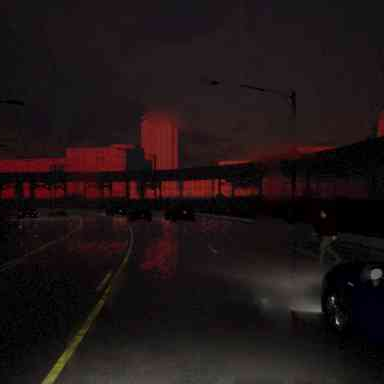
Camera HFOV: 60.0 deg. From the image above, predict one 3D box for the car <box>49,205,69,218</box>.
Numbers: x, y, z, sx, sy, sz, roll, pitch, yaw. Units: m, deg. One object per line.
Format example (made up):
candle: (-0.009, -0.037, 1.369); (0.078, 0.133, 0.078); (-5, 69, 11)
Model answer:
car: (-16.658, 2.361, 41.526); (1.882, 1.535, 5.008); (0, -2, -29)

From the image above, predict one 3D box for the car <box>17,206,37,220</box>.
car: (-19.003, 2.359, 38.425); (1.812, 1.442, 4.674); (0, -2, -26)

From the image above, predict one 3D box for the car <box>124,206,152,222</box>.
car: (-5.202, 2.061, 32.445); (1.882, 1.535, 5.008); (0, -2, -17)

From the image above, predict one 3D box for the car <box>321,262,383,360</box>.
car: (3.360, 1.365, 3.964); (2.097, 1.767, 4.553); (0, 0, -3)

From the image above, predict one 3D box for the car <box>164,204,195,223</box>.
car: (-1.269, 1.891, 31.520); (2.097, 1.767, 4.553); (0, -1, -16)

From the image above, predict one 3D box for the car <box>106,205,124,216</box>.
car: (-10.097, 2.443, 44.304); (1.994, 1.385, 4.181); (0, -1, -27)

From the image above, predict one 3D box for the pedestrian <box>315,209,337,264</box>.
pedestrian: (4.283, 1.373, 10.645); (0.375, 1.860, 0.375); (-1, 0, -6)
